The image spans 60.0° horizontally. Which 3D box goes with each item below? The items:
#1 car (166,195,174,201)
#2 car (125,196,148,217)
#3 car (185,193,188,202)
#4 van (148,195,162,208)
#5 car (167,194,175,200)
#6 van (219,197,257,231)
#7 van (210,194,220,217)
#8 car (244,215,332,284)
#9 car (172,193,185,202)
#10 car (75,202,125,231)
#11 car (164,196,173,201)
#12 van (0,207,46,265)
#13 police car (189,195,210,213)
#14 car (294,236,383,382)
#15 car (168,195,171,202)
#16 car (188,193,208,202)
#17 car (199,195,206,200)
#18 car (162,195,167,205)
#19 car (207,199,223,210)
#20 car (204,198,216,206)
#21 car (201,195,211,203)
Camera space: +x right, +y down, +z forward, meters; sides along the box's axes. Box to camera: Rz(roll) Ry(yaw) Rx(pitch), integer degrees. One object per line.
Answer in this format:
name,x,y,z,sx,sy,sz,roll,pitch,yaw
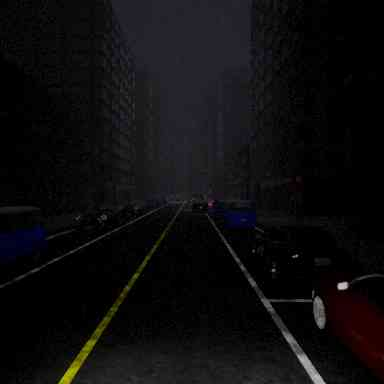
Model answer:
car,-5.670,1.578,86.375,1.802,1.307,4.206,0,0,0
car,-5.669,1.434,31.362,1.967,1.590,4.097,0,0,0
car,0.000,1.266,72.246,2.097,1.767,4.553,0,0,0
van,-5.670,1.333,47.867,1.690,1.788,3.998,0,0,0
car,-5.670,1.438,91.877,1.967,1.590,4.097,0,0,0
van,2.856,1.337,20.359,1.690,1.788,3.998,0,0,0
van,2.856,1.335,31.362,1.690,1.788,3.998,0,0,0
car,2.856,1.564,9.356,1.947,1.339,4.313,0,0,0
car,-3.000,1.507,76.740,2.033,1.411,5.357,0,0,0
car,-5.670,1.436,20.359,1.967,1.590,4.097,0,0,0
car,-5.670,1.560,80.874,1.947,1.339,4.313,0,0,0
van,-5.670,1.339,9.356,1.690,1.788,3.998,0,0,0
police car,0.900,1.419,37.150,1.930,1.638,5.238,0,0,0
car,2.856,1.543,3.855,1.887,1.381,4.507,0,0,0
car,-5.669,1.557,64.370,1.947,1.339,4.313,0,0,0
car,0.900,1.192,53.071,2.150,2.045,5.566,0,0,0
car,2.855,1.564,91.877,1.947,1.339,4.313,0,0,0
car,-5.670,1.542,53.367,2.008,1.369,4.403,0,0,0
car,2.856,1.574,42.365,1.802,1.307,4.206,0,0,0
car,2.856,1.573,53.367,1.802,1.307,4.206,0,0,0
car,2.856,1.432,69.871,1.967,1.590,4.097,0,0,0
